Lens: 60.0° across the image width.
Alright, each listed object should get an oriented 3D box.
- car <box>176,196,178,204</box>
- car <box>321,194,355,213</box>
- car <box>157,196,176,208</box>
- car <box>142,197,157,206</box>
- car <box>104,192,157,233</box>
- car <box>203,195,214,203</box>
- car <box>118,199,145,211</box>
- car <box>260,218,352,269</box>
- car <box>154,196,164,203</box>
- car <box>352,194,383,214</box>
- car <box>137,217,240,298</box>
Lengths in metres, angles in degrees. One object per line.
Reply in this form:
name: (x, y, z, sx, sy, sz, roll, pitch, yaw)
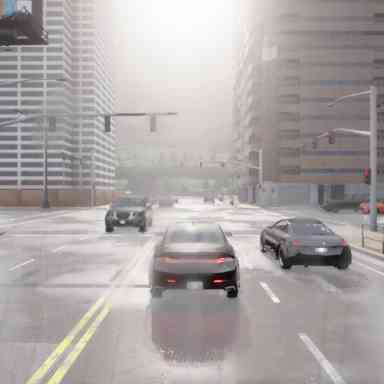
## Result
car: (-3.644, 1.492, 64.092, 2.128, 1.511, 4.902, 0, 0, 0)
car: (17.143, 1.221, 36.556, 5.566, 2.045, 2.150, 0, 0, 0)
car: (-3.669, 1.601, 47.339, 1.895, 1.301, 4.718, 0, 0, 0)
car: (-7.174, 1.525, 56.645, 1.812, 1.442, 4.674, 0, 0, 0)
car: (-3.631, 1.221, 20.150, 2.150, 2.045, 5.566, 0, 0, 0)
car: (3.497, 1.352, 69.353, 2.097, 1.767, 4.553, 0, 0, 0)
car: (-7.722, 1.601, 42.919, 1.895, 1.301, 4.718, 0, 0, 10)
car: (3.563, 1.564, 11.149, 1.994, 1.385, 4.181, 0, 0, 0)
car: (-7.108, 1.522, 72.000, 1.812, 1.442, 4.674, 0, 0, 0)
car: (18.968, 1.352, 33.036, 4.553, 1.767, 2.097, 0, 0, 0)
car: (0.052, 1.492, 8.497, 2.128, 1.511, 4.902, 0, 0, 0)
